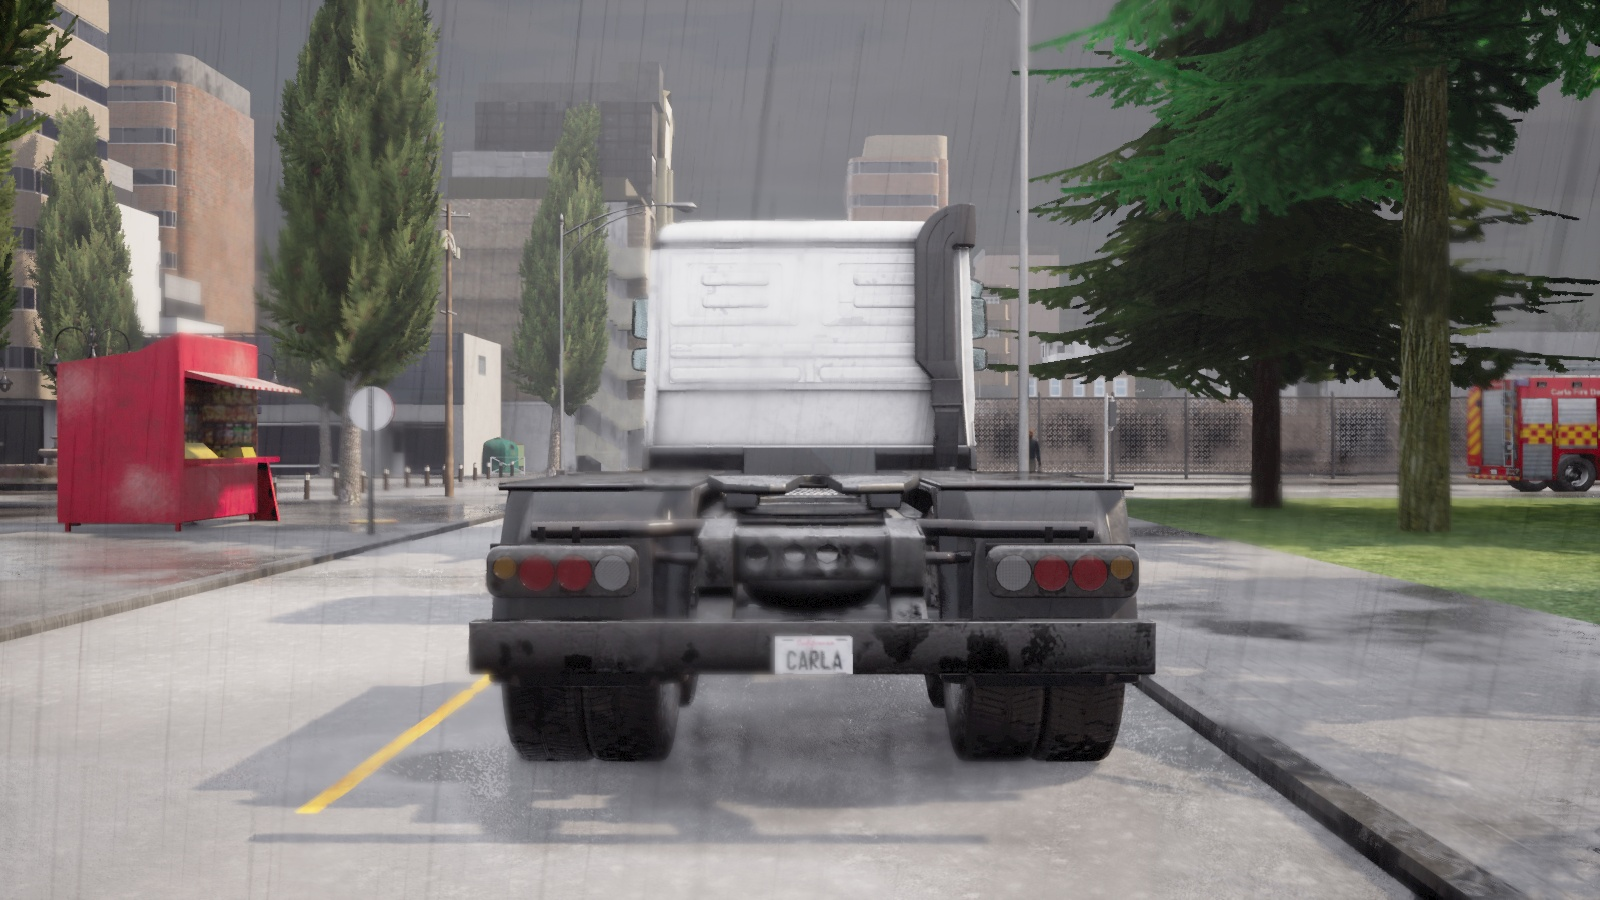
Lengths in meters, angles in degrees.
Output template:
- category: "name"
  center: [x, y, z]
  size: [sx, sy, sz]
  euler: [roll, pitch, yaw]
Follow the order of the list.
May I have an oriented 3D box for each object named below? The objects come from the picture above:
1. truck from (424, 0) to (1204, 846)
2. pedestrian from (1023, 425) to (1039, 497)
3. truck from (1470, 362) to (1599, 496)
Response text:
- category: "truck"
  center: [0.072, -0.284, 8.629]
  size: [2.891, 3.462, 7.936]
  euler: [0, 0, 0]
- category: "pedestrian"
  center: [5.979, 0.277, 32.552]
  size: [0.370, 1.835, 0.726]
  euler: [0, 0, 7]
- category: "truck"
  center: [24.945, -0.609, 37.322]
  size: [8.468, 3.827, 2.891]
  euler: [0, 0, 0]
